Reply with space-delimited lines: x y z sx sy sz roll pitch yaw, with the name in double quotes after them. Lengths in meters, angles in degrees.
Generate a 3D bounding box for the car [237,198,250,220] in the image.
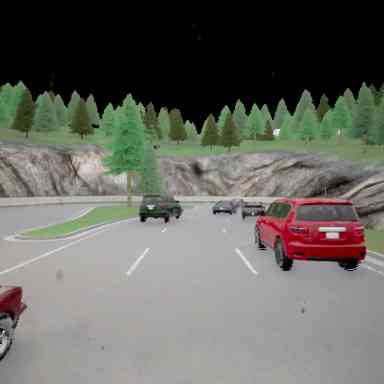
5.362 1.492 28.306 2.128 1.511 4.902 0 0 14 "car"

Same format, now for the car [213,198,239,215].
3.426 1.564 34.360 1.994 1.385 4.181 0 0 15 "car"

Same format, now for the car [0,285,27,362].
-3.399 1.600 2.849 1.895 1.301 4.718 0 0 0 "car"

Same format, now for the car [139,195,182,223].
-2.367 1.223 26.098 2.150 2.045 5.566 0 0 11 "car"

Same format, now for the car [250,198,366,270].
3.615 1.219 11.193 2.150 2.045 5.566 0 0 0 "car"

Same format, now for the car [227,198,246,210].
6.009 1.547 44.112 2.033 1.411 5.357 0 0 12 "car"
